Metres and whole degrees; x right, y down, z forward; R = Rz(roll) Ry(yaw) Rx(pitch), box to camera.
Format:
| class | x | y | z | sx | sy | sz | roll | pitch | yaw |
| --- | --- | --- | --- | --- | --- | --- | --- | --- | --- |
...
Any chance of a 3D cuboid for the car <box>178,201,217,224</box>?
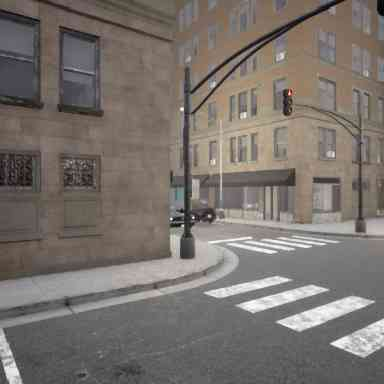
| class | x | y | z | sx | sy | sz | roll | pitch | yaw |
| --- | --- | --- | --- | --- | --- | --- | --- | --- | --- |
| car | -0.377 | 1.366 | 23.090 | 1.882 | 1.535 | 5.008 | 0 | 0 | -37 |

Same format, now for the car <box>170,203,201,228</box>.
| class | x | y | z | sx | sy | sz | roll | pitch | yaw |
| --- | --- | --- | --- | --- | --- | --- | --- | --- | --- |
| car | -1.760 | 1.502 | 19.830 | 1.895 | 1.301 | 4.718 | 0 | 0 | -36 |
